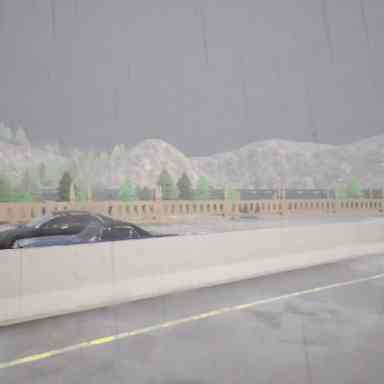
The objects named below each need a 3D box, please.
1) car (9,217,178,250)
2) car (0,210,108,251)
[{"bbox_3d":[-2.851,1.605,10.297,4.718,1.301,1.895,0,0,-32],"label":"car"},{"bbox_3d":[-5.093,1.508,12.961,4.892,1.490,1.837,0,0,-33],"label":"car"}]
